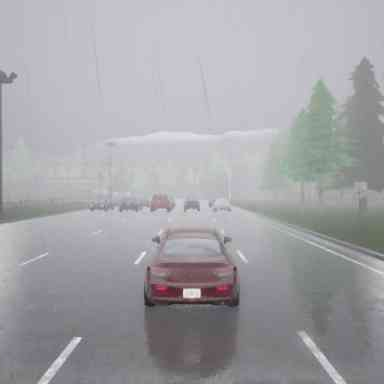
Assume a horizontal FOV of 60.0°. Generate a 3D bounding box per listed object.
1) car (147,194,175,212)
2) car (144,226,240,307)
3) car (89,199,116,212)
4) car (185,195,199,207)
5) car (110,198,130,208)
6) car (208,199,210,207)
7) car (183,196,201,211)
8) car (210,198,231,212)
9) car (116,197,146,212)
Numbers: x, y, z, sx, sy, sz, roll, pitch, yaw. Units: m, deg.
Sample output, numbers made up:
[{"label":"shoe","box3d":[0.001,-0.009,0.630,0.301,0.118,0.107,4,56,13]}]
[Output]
[{"label":"car","box3d":[-3.507,1.210,38.575,2.150,2.045,5.566,0,0,0]},{"label":"car","box3d":[-0.003,1.523,7.849,1.812,1.442,4.674,0,0,0]},{"label":"car","box3d":[-10.504,1.589,39.030,1.895,1.301,4.718,0,0,0]},{"label":"car","box3d":[-0.003,1.337,50.092,2.097,1.767,4.553,0,0,0]},{"label":"car","box3d":[-10.504,1.549,48.943,1.994,1.385,4.181,0,0,0]},{"label":"car","box3d":[3.488,1.549,49.344,1.994,1.385,4.181,0,0,1]},{"label":"car","box3d":[0.005,1.492,39.993,1.837,1.490,4.892,0,0,0]},{"label":"car","box3d":[3.497,1.514,39.050,1.812,1.442,4.674,0,0,0]},{"label":"car","box3d":[-7.008,1.340,38.664,2.097,1.767,4.553,0,0,0]}]
